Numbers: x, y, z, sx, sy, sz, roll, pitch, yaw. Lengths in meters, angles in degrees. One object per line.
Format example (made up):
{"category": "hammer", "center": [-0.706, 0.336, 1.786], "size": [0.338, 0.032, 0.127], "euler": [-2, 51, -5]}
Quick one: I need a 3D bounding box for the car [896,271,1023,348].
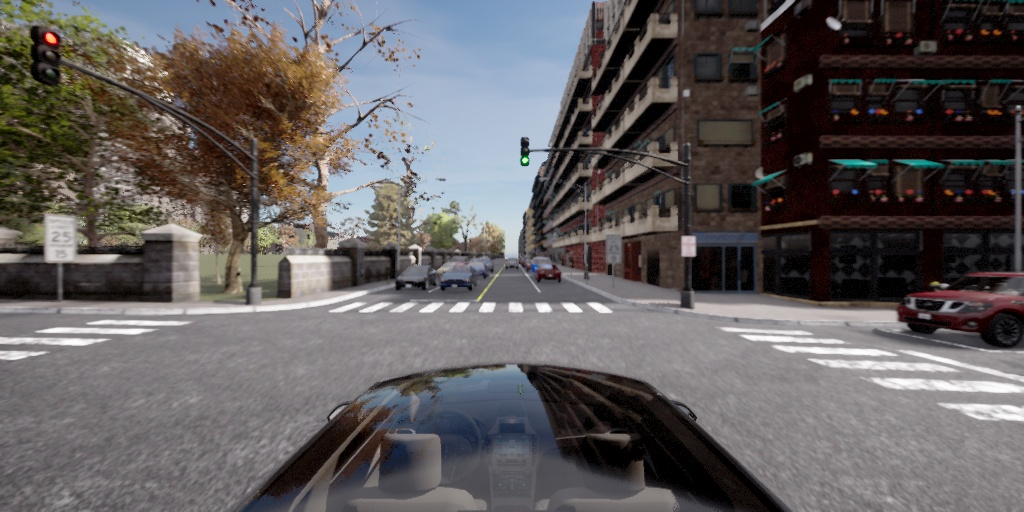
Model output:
{"category": "car", "center": [13.450, 1.324, 9.535], "size": [5.009, 1.841, 2.192], "euler": [0, 0, -1]}

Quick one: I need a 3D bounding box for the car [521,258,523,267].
{"category": "car", "center": [2.693, 1.190, 50.027], "size": [2.007, 1.370, 4.403], "euler": [0, 0, 0]}

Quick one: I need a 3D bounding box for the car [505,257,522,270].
{"category": "car", "center": [0.003, 1.187, 50.174], "size": [2.033, 1.411, 5.357], "euler": [0, 0, 0]}

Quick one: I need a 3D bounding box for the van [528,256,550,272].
{"category": "van", "center": [2.693, 1.011, 33.136], "size": [1.690, 1.789, 3.998], "euler": [0, 0, 0]}

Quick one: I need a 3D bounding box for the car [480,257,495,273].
{"category": "car", "center": [-3.060, 1.143, 42.188], "size": [2.128, 1.511, 4.902], "euler": [0, 0, 0]}

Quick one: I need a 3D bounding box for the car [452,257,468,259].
{"category": "car", "center": [-5.688, 0.975, 38.767], "size": [2.192, 1.841, 5.009], "euler": [0, 0, 0]}

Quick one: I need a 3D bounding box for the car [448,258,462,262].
{"category": "car", "center": [-5.688, 1.197, 32.968], "size": [1.751, 1.417, 4.829], "euler": [0, 0, 0]}

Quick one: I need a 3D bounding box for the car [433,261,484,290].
{"category": "car", "center": [-3.093, 1.244, 21.988], "size": [2.033, 1.411, 5.357], "euler": [0, 0, 0]}

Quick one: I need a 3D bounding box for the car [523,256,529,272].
{"category": "car", "center": [2.693, 1.089, 44.397], "size": [1.967, 1.591, 4.097], "euler": [0, 0, 0]}

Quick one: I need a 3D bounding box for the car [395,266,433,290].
{"category": "car", "center": [-5.689, 1.263, 21.876], "size": [1.948, 1.339, 4.313], "euler": [0, 0, 0]}

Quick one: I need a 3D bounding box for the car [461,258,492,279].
{"category": "car", "center": [-3.081, 1.200, 31.807], "size": [1.812, 1.442, 4.674], "euler": [0, 0, 0]}

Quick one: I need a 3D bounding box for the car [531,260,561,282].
{"category": "car", "center": [2.692, 1.228, 27.506], "size": [1.888, 1.381, 4.507], "euler": [0, 0, 0]}
